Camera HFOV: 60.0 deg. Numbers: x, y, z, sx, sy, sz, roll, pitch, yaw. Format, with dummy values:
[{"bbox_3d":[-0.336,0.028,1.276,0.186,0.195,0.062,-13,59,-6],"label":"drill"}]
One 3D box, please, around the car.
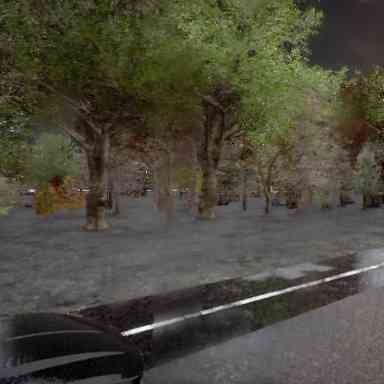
[{"bbox_3d":[-2.651,1.480,1.856,5.008,1.535,1.882,0,0,-36],"label":"car"}]
